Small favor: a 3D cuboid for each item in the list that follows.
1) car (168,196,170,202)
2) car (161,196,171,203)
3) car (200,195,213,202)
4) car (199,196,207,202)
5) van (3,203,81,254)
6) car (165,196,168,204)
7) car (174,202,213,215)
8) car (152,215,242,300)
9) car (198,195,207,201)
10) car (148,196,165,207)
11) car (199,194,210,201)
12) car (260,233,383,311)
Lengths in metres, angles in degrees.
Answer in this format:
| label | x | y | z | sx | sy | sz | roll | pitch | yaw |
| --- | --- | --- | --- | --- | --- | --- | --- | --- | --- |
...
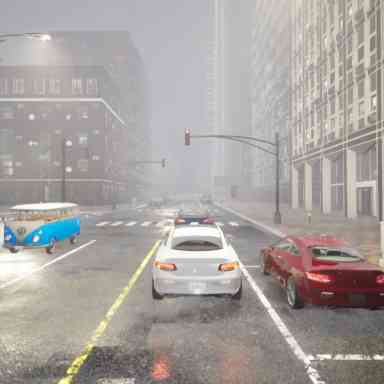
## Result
| label | x | y | z | sx | sy | sz | roll | pitch | yaw |
| --- | --- | --- | --- | --- | --- | --- | --- | --- | --- |
| car | -5.693 | 1.580 | 62.419 | 1.947 | 1.339 | 4.313 | 1 | 0 | 0 |
| car | -5.696 | 1.598 | 73.728 | 1.802 | 1.307 | 4.206 | 1 | 0 | 0 |
| car | 2.688 | 1.595 | 56.768 | 1.802 | 1.307 | 4.206 | 1 | 0 | 0 |
| car | 2.682 | 1.599 | 79.387 | 1.802 | 1.307 | 4.206 | 1 | 0 | 0 |
| van | -5.765 | 1.345 | 13.193 | 1.690 | 1.788 | 3.998 | 1 | 0 | 0 |
| car | -5.692 | 1.564 | 56.764 | 2.008 | 1.369 | 4.403 | 1 | 0 | 0 |
| car | 0.072 | 1.509 | 17.386 | 2.163 | 1.488 | 4.792 | 0 | 0 | -1 |
| car | 0.103 | 1.528 | 8.273 | 1.812 | 1.442 | 4.674 | 0 | 0 | 0 |
| car | 2.681 | 1.569 | 85.042 | 2.008 | 1.369 | 4.403 | 1 | 0 | 0 |
| car | -5.690 | 1.563 | 51.109 | 2.008 | 1.369 | 4.403 | 1 | 0 | 0 |
| car | 2.691 | 1.329 | 62.423 | 2.192 | 1.841 | 5.009 | 1 | 0 | 0 |
| car | 2.699 | 1.584 | 7.511 | 1.802 | 1.307 | 4.206 | 1 | 0 | 0 |
